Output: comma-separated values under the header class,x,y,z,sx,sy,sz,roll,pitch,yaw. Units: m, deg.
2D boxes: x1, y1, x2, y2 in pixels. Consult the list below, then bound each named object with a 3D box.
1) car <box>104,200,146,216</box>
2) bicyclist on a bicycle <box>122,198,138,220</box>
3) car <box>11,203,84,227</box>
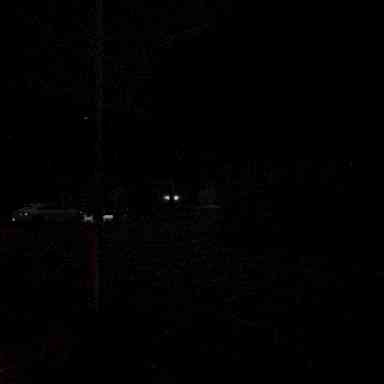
class,x,y,z,sx,sy,sz,roll,pitch,yaw
car,-6.299,1.458,31.607,1.994,1.385,4.181,0,0,36
bicyclist on a bicycle,-4.474,1.233,24.084,1.656,1.620,0.582,0,0,36
car,-9.499,1.451,22.181,1.812,1.442,4.674,0,0,36
